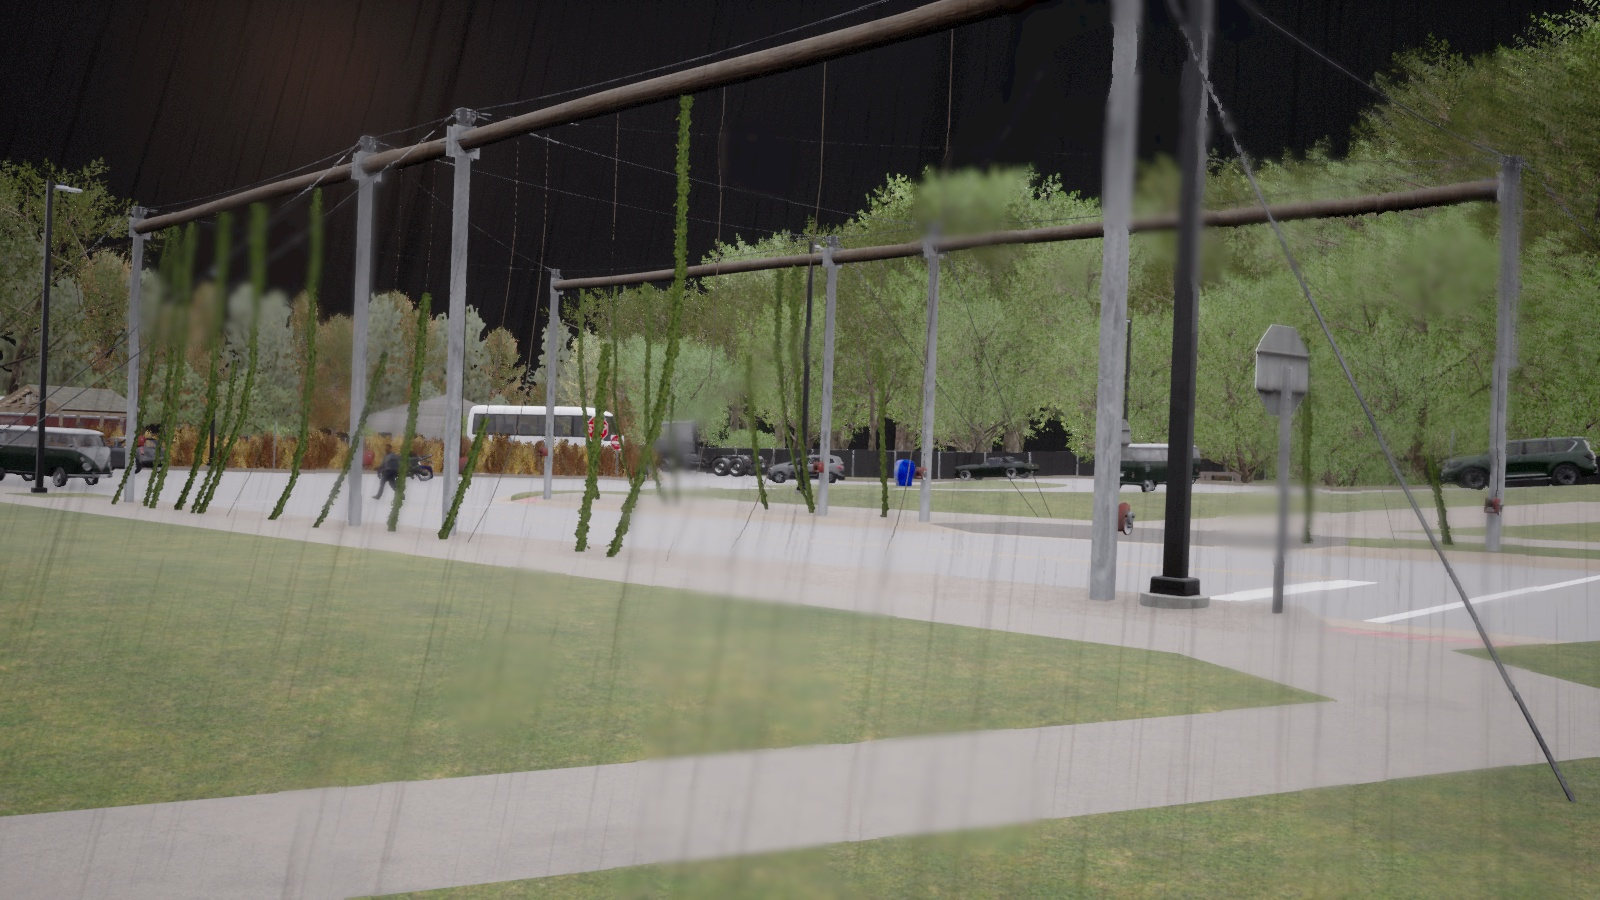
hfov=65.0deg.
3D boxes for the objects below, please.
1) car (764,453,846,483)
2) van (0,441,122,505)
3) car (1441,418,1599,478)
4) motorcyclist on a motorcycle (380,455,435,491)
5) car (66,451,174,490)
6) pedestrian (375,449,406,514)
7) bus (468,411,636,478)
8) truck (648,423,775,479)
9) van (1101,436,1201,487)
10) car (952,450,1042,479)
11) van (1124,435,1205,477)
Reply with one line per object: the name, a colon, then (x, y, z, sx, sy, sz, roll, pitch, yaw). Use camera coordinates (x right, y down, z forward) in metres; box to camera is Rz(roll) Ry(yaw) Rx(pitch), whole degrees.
car: (0.308, 1.019, 72.663, 4.611, 1.667, 2.242, 0, 0, 4)
van: (-25.979, 0.757, 43.330, 4.442, 1.987, 1.775, 2, 1, 12)
car: (29.881, -0.064, 52.058, 5.566, 2.045, 2.150, -5, -2, 21)
motorcyclist on a motorcycle: (-16.922, 0.985, 54.116, 2.191, 1.530, 0.866, 0, 1, -21)
car: (-28.301, 0.828, 52.299, 3.633, 1.501, 1.845, 1, 1, 14)
pedestrian: (-12.488, 0.954, 38.269, 0.788, 1.949, 0.423, 1, 0, -34)
bus: (-16.413, -0.398, 83.295, 10.273, 4.253, 3.944, 0, 1, 14)
truck: (-5.779, 0.028, 81.616, 7.936, 3.462, 2.891, 0, 1, 27)
van: (14.389, 0.421, 51.411, 4.442, 1.987, 1.775, -1, 1, -41)
car: (11.317, 0.842, 72.220, 4.718, 1.301, 1.895, -5, -2, 34)
van: (18.108, 0.287, 62.670, 1.775, 1.987, 4.442, 0, 0, -16)
